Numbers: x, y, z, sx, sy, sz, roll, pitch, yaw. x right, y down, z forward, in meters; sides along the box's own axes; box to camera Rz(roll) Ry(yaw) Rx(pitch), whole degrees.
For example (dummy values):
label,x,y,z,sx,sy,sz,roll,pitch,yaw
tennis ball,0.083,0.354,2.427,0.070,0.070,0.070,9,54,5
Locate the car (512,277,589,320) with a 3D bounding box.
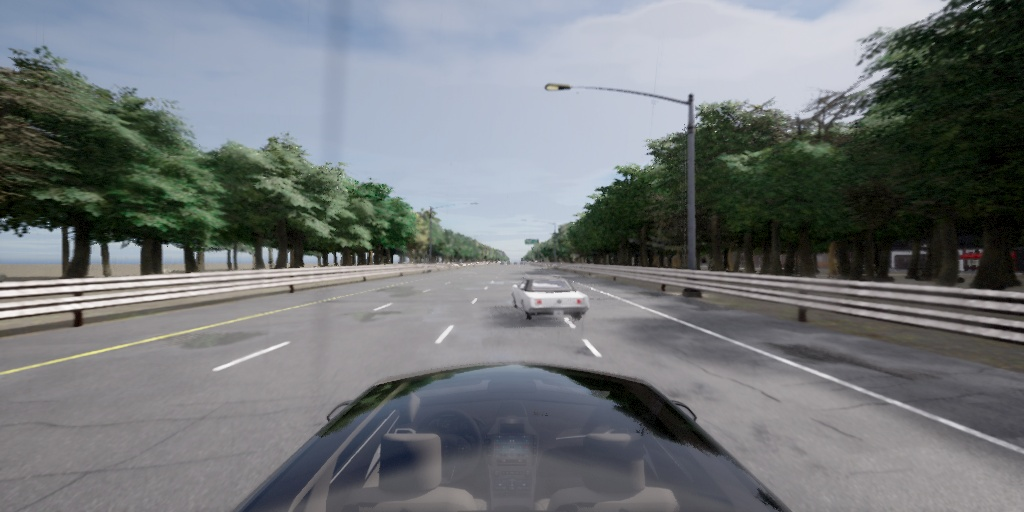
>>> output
label,x,y,z,sx,sy,sz,roll,pitch,yaw
car,1.129,1.405,12.841,1.895,1.301,4.718,0,0,-7
